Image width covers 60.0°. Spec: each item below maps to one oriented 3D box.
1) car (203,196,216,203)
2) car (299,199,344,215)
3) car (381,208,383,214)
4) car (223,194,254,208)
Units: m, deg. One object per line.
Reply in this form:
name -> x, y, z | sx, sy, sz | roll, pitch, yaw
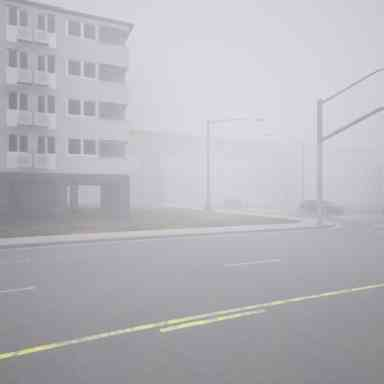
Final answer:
car -> 3.608, 1.539, 67.465 | 1.837, 1.490, 4.892 | 0, 0, 15
car -> 12.930, 1.499, 33.432 | 1.837, 1.490, 4.892 | 0, 1, -25
car -> 19.270, 1.546, 28.655 | 2.033, 1.411, 5.357 | 0, 0, -25
car -> 6.253, 1.490, 47.786 | 2.128, 1.511, 4.902 | 0, 0, -24
